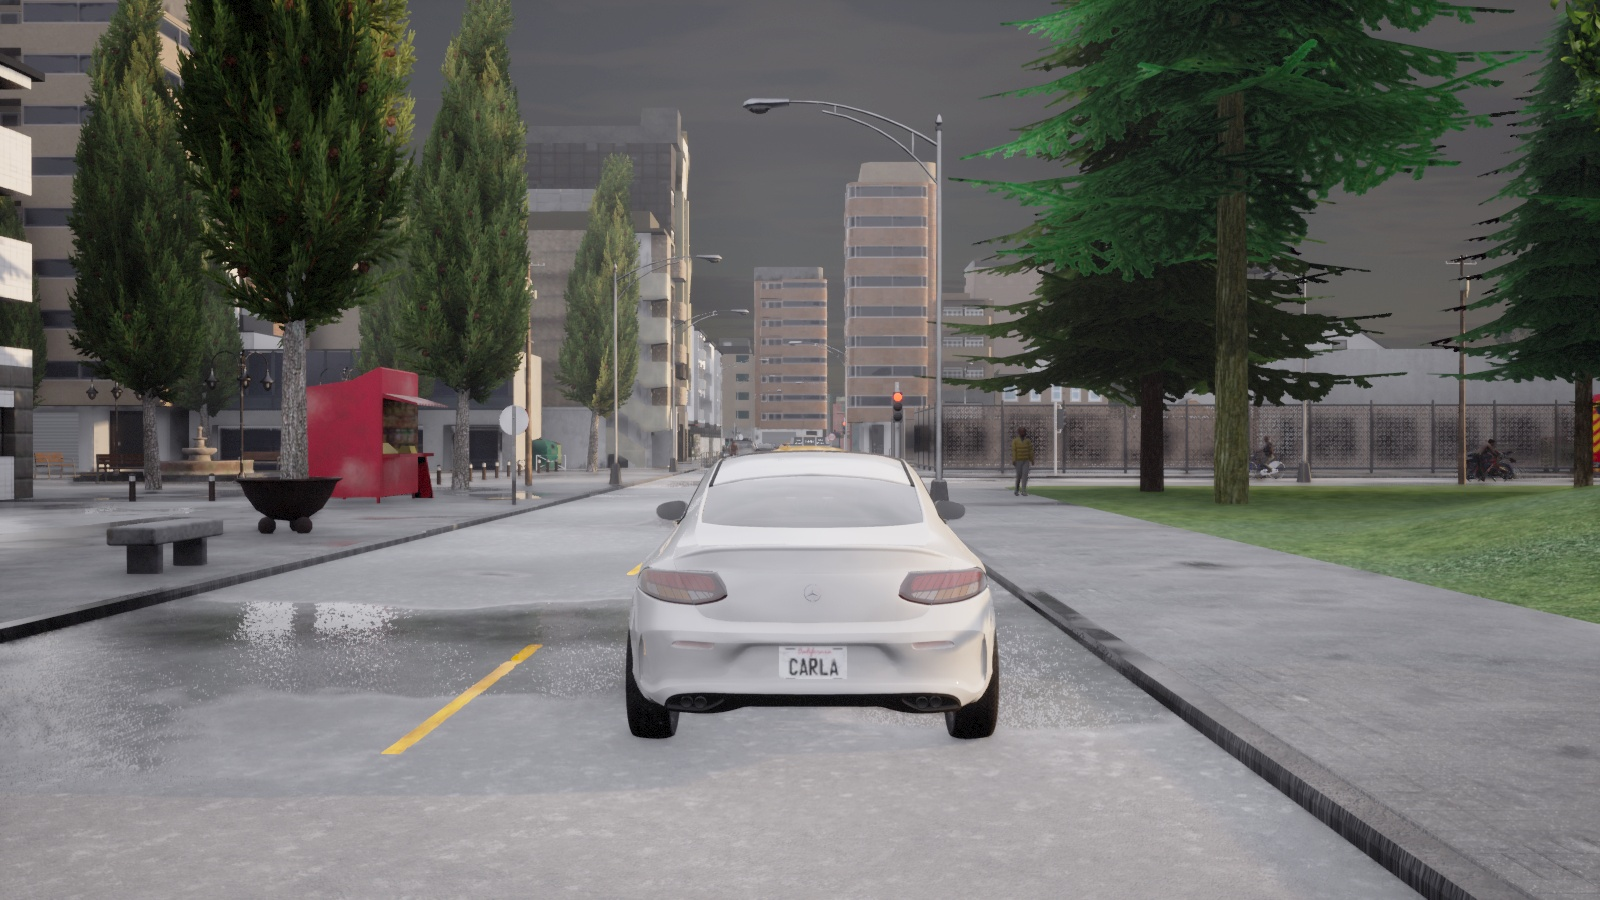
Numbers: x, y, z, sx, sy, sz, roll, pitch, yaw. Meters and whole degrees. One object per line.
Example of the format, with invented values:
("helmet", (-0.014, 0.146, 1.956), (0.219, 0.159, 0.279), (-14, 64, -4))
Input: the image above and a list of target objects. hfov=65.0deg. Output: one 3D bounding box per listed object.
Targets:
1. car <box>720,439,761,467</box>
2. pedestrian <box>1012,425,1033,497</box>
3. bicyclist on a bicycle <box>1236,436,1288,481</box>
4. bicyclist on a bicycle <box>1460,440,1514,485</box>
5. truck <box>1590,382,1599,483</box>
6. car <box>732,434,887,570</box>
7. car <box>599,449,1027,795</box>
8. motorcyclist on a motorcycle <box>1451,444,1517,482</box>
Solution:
("car", (-3.567, 0.159, 75.994), (2.242, 1.667, 4.611), (0, 0, 0))
("pedestrian", (5.717, 0.278, 32.294), (0.370, 1.835, 0.726), (0, 0, -3))
("bicyclist on a bicycle", (18.590, 0.347, 50.540), (1.843, 1.776, 0.659), (0, 0, 0))
("bicyclist on a bicycle", (25.440, 0.457, 46.501), (1.656, 1.620, 0.582), (0, 0, 0))
("truck", (34.346, -0.652, 46.429), (8.468, 3.827, 2.891), (0, 0, -1))
("car", (0.130, 0.588, 17.254), (1.801, 1.575, 5.366), (0, 0, 0))
("car", (0.067, 0.729, 7.659), (1.812, 1.442, 4.674), (0, 0, 0))
("motorcyclist on a motorcycle", (27.500, 0.519, 50.489), (2.191, 1.530, 0.866), (0, 0, 0))
